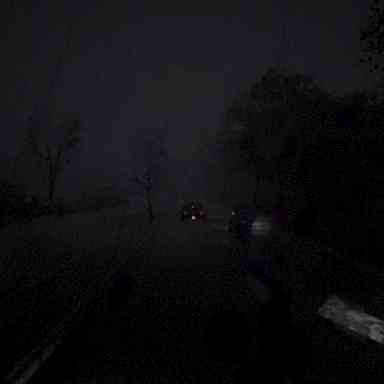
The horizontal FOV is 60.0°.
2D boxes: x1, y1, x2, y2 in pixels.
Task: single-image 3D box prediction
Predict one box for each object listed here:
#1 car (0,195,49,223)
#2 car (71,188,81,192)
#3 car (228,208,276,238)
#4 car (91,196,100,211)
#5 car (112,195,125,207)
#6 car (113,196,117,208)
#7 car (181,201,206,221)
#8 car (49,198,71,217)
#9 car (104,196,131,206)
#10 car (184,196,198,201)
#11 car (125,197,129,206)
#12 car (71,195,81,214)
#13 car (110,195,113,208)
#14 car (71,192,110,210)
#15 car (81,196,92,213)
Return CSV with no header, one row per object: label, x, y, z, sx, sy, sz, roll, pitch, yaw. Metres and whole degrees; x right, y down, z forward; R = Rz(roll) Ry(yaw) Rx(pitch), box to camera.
car,-13.828,1.260,24.368,5.566,2.045,2.435,-1,0,-20
car,-31.151,-0.039,89.187,2.435,2.045,5.566,6,-3,-19
car,3.104,1.565,17.761,1.994,1.385,4.181,0,0,0
car,-13.813,1.622,39.374,4.792,1.488,2.163,-1,0,-20
car,-13.783,1.430,51.392,5.566,2.045,2.435,-1,0,-20
car,-13.763,1.698,48.394,4.674,1.452,2.002,-1,0,-20
car,0.107,1.630,26.968,1.895,1.301,4.718,0,0,0
car,-13.767,1.411,30.394,4.553,1.767,2.185,-1,0,-20
car,-13.619,1.623,60.442,4.553,1.767,2.185,-1,0,-19
car,0.115,1.650,42.699,1.812,1.442,4.674,0,0,0
car,-13.710,1.452,54.429,5.566,2.045,2.435,-1,-1,-20
car,-13.827,1.428,33.380,4.553,1.767,2.185,-1,-1,-20
car,-13.953,1.635,45.327,5.366,1.575,1.946,-1,0,-20
car,-13.813,1.363,42.379,5.566,2.045,2.435,-1,0,-20
car,-13.798,1.574,36.390,4.892,1.521,2.231,-1,-1,-20
